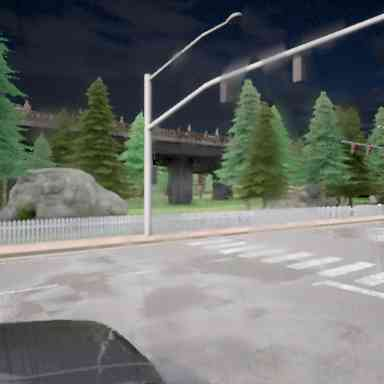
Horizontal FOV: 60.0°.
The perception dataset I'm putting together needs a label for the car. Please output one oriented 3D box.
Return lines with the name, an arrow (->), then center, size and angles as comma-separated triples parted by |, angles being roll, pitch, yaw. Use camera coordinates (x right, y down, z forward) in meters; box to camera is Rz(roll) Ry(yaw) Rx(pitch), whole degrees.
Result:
car -> -2.728, 1.544, 1.878 | 5.357, 1.411, 2.033 | 0, 0, -34
